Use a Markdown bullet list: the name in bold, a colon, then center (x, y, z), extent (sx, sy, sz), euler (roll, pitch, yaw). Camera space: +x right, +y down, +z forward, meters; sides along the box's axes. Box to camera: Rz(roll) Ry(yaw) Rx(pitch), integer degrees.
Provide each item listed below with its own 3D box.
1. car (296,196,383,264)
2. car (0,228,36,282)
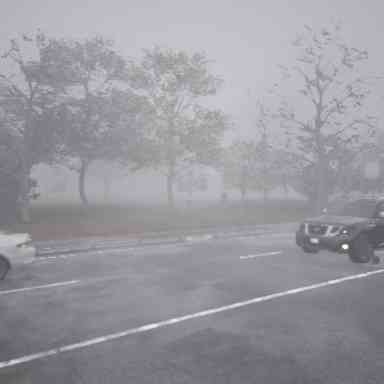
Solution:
- **car**: center (6.295, 1.194, 12.013), extent (5.566, 2.045, 2.150), euler (0, 0, -30)
- **car**: center (-6.327, 1.496, 7.968), extent (4.674, 1.442, 1.812), euler (0, 0, -35)
